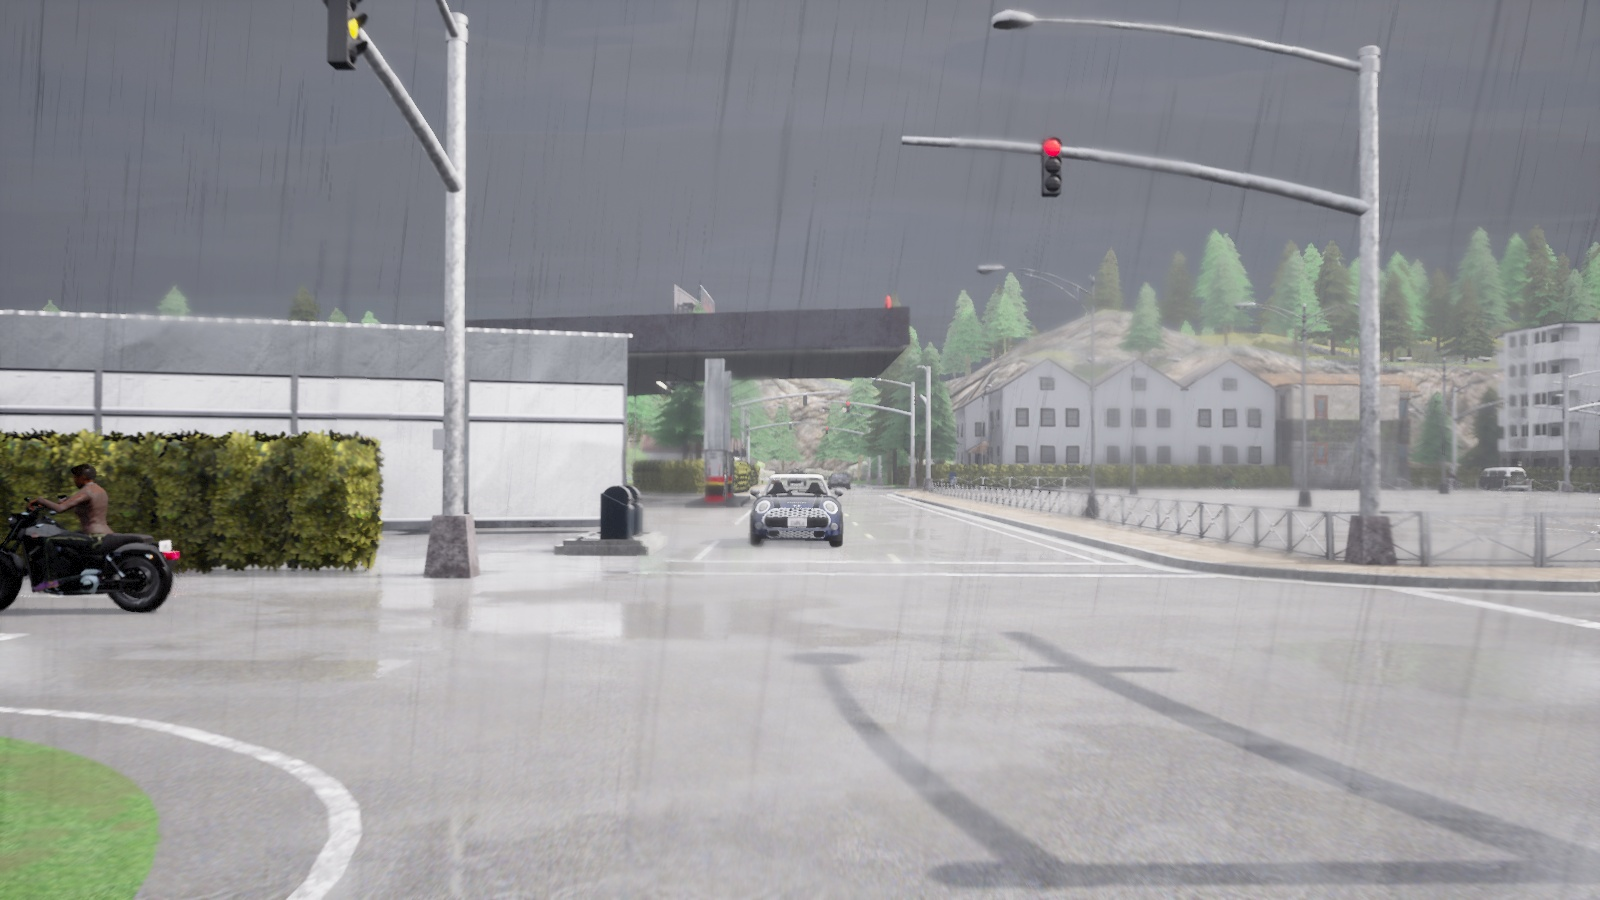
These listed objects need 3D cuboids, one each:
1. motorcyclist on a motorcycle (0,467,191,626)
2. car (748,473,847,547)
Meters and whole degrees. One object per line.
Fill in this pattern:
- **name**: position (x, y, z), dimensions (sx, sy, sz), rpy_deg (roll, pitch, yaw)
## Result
- **motorcyclist on a motorcycle**: position (-7.953, 1.024, 13.574), dimensions (2.350, 1.649, 0.766), rpy_deg (-1, -1, -1)
- **car**: position (-0.058, 1.229, 26.950), dimensions (1.970, 1.475, 3.806), rpy_deg (0, -1, 0)
